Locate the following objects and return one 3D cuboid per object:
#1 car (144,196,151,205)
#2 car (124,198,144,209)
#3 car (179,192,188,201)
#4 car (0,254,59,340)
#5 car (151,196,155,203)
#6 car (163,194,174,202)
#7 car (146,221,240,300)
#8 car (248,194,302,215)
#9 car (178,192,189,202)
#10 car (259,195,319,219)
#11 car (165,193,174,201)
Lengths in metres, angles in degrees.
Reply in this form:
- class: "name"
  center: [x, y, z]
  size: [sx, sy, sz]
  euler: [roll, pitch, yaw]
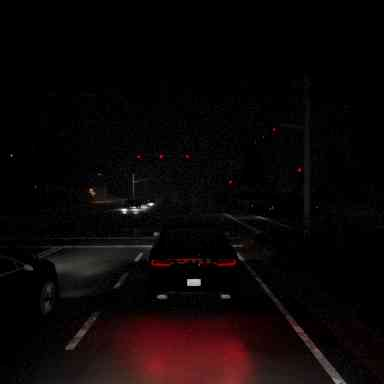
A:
- class: "car"
  center: [-8.540, 1.601, 56.381]
  size: [1.895, 1.301, 4.718]
  euler: [0, 0, -1]
- class: "car"
  center: [-8.285, 1.526, 46.500]
  size: [1.812, 1.442, 4.674]
  euler: [0, 0, -1]
- class: "car"
  center: [-2.208, 1.139, 85.378]
  size: [2.150, 2.045, 5.566]
  euler: [0, 0, -1]
- class: "car"
  center: [-3.468, 1.492, 4.469]
  size: [2.128, 1.511, 4.902]
  euler: [0, 0, 0]
- class: "car"
  center: [-8.782, 1.492, 68.816]
  size: [2.128, 1.511, 4.902]
  euler: [0, 0, -1]
- class: "car"
  center: [-5.430, 1.533, 74.624]
  size: [2.033, 1.411, 5.357]
  euler: [0, 0, -1]
- class: "car"
  center: [0.000, 1.478, 8.461]
  size: [1.882, 1.535, 5.008]
  euler: [0, 0, -1]
- class: "car"
  center: [8.348, 1.221, 32.542]
  size: [5.566, 2.045, 2.150]
  euler: [0, 0, 2]
- class: "car"
  center: [-1.933, 1.219, 74.774]
  size: [2.150, 2.045, 5.566]
  euler: [0, 0, -1]
- class: "car"
  center: [8.519, 1.352, 28.860]
  size: [4.553, 1.767, 2.097]
  euler: [0, 0, -2]
- class: "car"
  center: [-5.705, 1.270, 85.229]
  size: [2.097, 1.767, 4.553]
  euler: [0, 0, -1]
